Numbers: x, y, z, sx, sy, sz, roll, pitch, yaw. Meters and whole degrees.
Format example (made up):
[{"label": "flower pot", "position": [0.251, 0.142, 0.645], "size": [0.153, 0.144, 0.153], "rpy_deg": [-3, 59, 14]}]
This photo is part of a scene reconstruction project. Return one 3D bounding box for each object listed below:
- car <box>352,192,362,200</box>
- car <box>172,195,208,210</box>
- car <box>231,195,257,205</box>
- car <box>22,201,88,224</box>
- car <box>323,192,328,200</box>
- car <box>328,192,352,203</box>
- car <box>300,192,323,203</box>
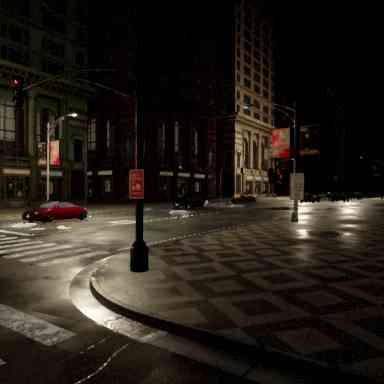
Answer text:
[{"label": "car", "position": [29.593, 0.675, 60.380], "size": [1.812, 1.442, 4.674], "rpy_deg": [0, 1, 35]}, {"label": "car", "position": [-0.151, 1.080, 35.669], "size": [1.837, 1.490, 4.892], "rpy_deg": [0, 0, 35]}, {"label": "car", "position": [7.220, 1.015, 45.995], "size": [1.895, 1.301, 4.718], "rpy_deg": [0, 1, 36]}, {"label": "car", "position": [-9.298, 1.339, 22.797], "size": [1.994, 1.385, 4.181], "rpy_deg": [0, 1, 35]}, {"label": "car", "position": [22.983, 0.713, 56.673], "size": [2.128, 1.511, 4.902], "rpy_deg": [0, 1, 35]}, {"label": "car", "position": [22.439, 0.834, 50.303], "size": [1.812, 1.442, 4.674], "rpy_deg": [0, 1, 36]}, {"label": "car", "position": [17.242, 0.912, 48.590], "size": [1.994, 1.385, 4.181], "rpy_deg": [0, 1, 35]}]
